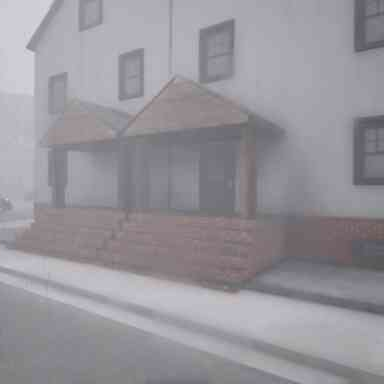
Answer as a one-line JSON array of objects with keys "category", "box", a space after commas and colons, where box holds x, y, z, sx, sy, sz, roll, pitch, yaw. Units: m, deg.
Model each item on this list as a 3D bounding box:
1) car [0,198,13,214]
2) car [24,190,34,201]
[{"category": "car", "box": [-14.806, 0.785, 22.630, 2.097, 1.767, 4.553, 1, 6, 35]}, {"category": "car", "box": [-13.245, -0.142, 31.008, 1.812, 1.442, 4.674, 1, 11, 35]}]
